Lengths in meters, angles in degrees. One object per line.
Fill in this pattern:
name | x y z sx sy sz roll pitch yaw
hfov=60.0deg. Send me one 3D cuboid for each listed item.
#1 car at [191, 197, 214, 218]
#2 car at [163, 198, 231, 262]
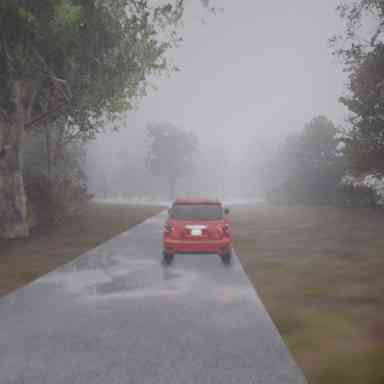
car | 0.970 1.258 29.007 1.882 1.535 5.008 0 1 3
car | 0.234 1.218 12.376 2.150 2.045 5.566 0 1 2
